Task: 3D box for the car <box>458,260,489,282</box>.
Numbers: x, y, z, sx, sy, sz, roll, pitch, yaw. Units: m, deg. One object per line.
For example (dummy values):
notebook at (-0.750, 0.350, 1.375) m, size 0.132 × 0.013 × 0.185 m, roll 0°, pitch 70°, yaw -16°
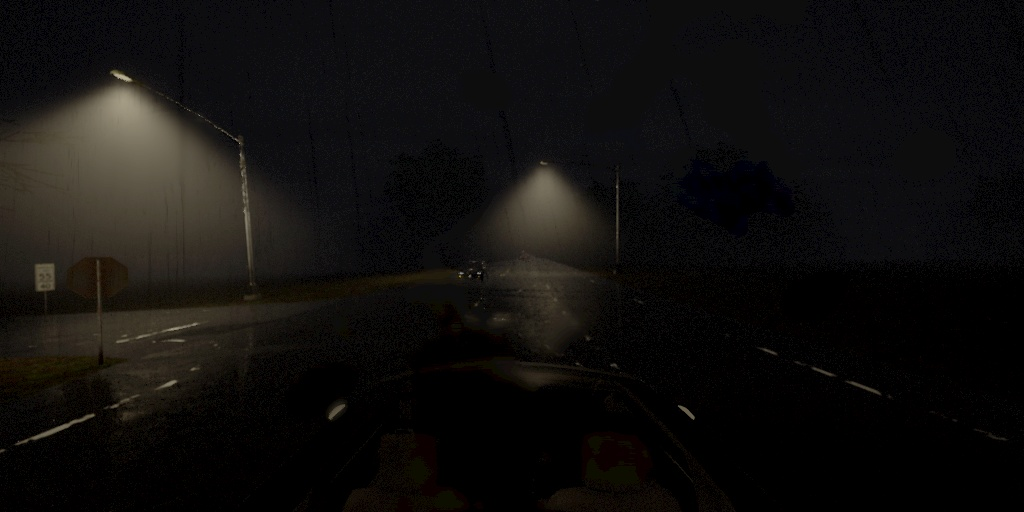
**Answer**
car at (-2.829, 1.093, 27.236) m, size 1.837 × 1.490 × 4.892 m, roll 0°, pitch 1°, yaw 2°
